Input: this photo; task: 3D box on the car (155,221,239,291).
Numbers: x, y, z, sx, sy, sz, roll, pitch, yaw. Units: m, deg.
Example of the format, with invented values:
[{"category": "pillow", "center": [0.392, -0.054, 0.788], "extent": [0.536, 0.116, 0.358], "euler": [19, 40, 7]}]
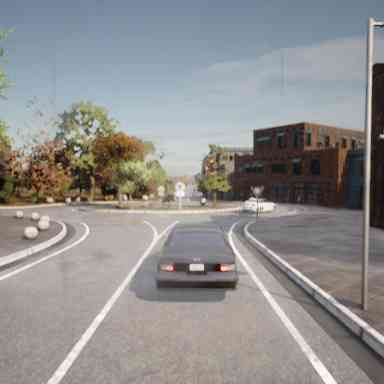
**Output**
[{"category": "car", "center": [0.153, 1.513, 9.031], "extent": [2.033, 1.411, 5.357], "euler": [0, 0, 1]}]

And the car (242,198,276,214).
[{"category": "car", "center": [6.528, 1.280, 32.234], "extent": [1.812, 1.442, 4.674], "euler": [2, 2, 38]}]
